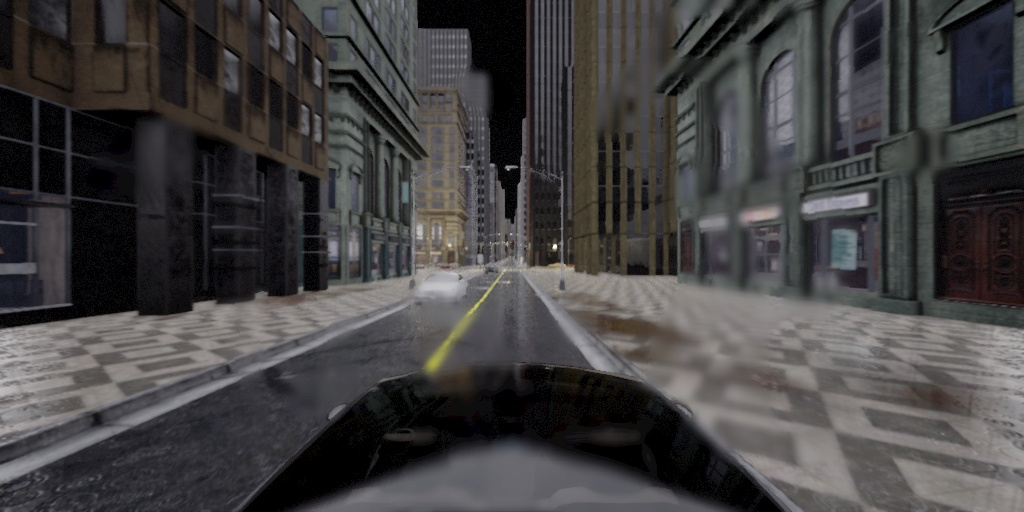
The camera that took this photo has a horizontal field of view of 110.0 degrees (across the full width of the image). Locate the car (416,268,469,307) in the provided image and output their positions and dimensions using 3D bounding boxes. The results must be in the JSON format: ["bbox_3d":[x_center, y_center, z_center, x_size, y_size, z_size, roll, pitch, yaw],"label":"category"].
[{"bbox_3d":[-3.113,1.472,16.879,1.812,1.442,4.674,0,-1,0],"label":"car"}]

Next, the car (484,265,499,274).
[{"bbox_3d":[-3.081,2.009,54.549,1.994,1.385,4.181,0,-1,0],"label":"car"}]
